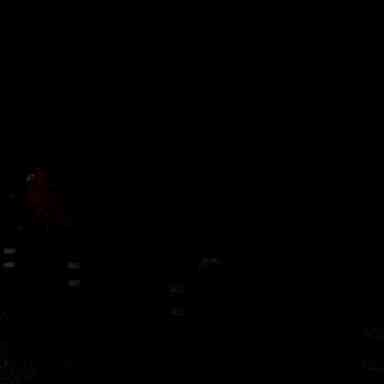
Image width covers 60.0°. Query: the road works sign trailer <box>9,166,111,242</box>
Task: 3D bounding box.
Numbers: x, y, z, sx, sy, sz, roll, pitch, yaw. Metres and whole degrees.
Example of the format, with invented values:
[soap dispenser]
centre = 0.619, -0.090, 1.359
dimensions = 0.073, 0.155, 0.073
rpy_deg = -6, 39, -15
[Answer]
[road works sign trailer]
centre = -4.897, 0.814, 12.145
dimensions = 3.560, 2.880, 2.380
rpy_deg = 3, -41, 36
